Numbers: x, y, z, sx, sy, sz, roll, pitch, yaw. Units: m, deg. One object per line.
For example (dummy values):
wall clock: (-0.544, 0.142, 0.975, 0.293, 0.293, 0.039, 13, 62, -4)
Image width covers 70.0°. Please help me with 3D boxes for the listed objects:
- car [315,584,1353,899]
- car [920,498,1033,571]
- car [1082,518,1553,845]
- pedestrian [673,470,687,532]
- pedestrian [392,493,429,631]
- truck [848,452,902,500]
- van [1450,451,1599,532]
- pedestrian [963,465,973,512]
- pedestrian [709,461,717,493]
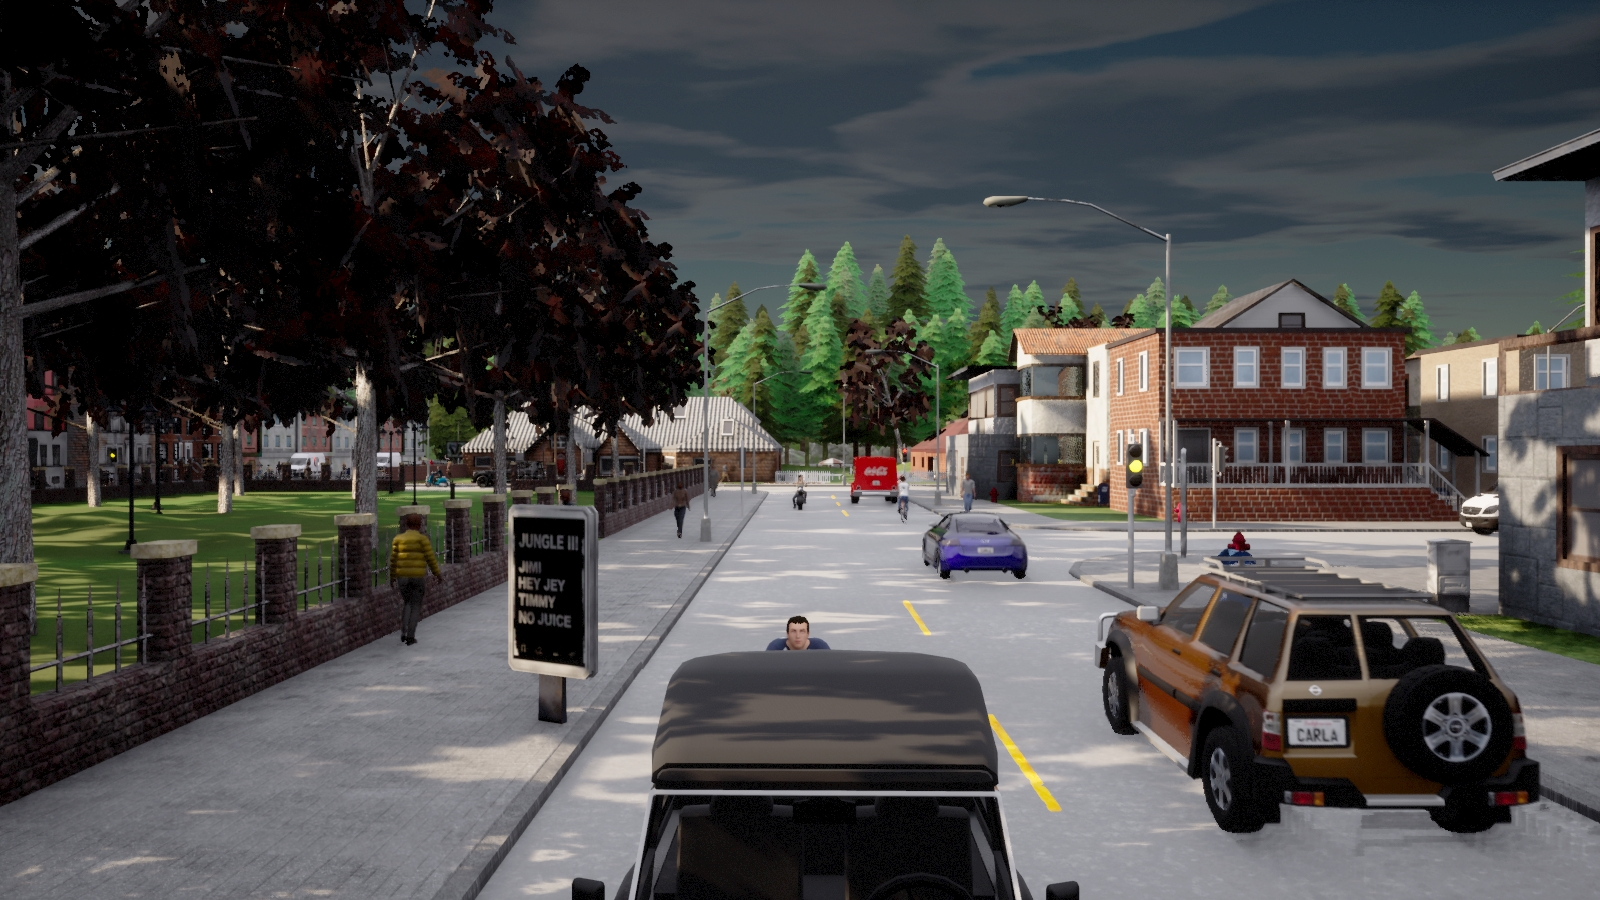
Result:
car: (0.090, 1.640, 4.031, 1.905, 1.878, 3.866, 0, 0, 1)
car: (4.000, 1.910, 26.611, 1.994, 1.385, 4.181, 0, 0, 0)
car: (3.944, 1.648, 9.752, 1.932, 1.855, 4.605, 0, 0, 0)
pedestrian: (-3.633, 1.539, 34.670, 0.375, 1.860, 0.375, 0, 0, 0)
pedestrian: (-5.355, 1.532, 15.700, 0.375, 1.860, 0.375, 0, 0, 1)
truck: (3.969, 1.372, 61.570, 2.627, 2.467, 5.204, 0, 0, 1)
van: (24.712, 1.329, 37.232, 5.915, 2.561, 1.988, 0, 0, 0)
pedestrian: (6.765, 1.534, 45.928, 0.375, 1.860, 0.375, 0, 0, 14)
pedestrian: (-4.960, 1.551, 65.451, 0.375, 1.860, 0.375, 0, 0, 10)
